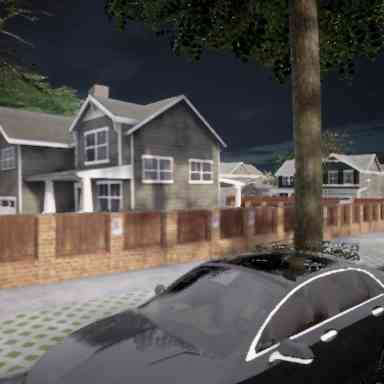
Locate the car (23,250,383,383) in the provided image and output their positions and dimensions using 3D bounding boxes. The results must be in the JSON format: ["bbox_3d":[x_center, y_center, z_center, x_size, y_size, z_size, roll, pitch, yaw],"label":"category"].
[{"bbox_3d":[0.769,1.523,3.767,4.892,1.490,1.837,0,0,-37],"label":"car"}]
